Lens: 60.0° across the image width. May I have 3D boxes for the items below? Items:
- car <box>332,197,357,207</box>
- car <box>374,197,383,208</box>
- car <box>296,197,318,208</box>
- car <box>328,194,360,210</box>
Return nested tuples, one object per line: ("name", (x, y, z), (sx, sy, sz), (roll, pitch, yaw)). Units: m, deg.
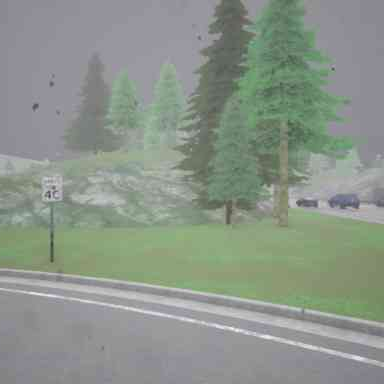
("car", (23.530, 1.505, 51.463), (1.837, 1.490, 4.892), (0, 0, 2))
("car", (26.830, 1.352, 45.283), (2.097, 1.767, 4.553), (0, 0, 2))
("car", (16.402, 1.479, 47.647), (1.882, 1.535, 5.008), (0, 0, 2))
("car", (19.768, 1.222, 43.453), (2.150, 2.045, 5.566), (0, 0, 2))
